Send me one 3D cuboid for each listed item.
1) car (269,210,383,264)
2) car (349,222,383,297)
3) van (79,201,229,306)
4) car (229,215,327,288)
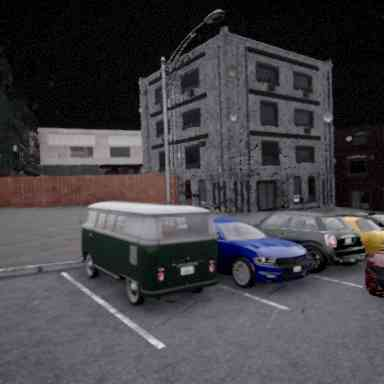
[{"bbox_3d":[5.523,1.590,13.163,1.946,1.575,5.366,1,-1,-35],"label":"car"},{"bbox_3d":[5.896,1.543,7.573,5.008,1.535,1.882,1,-1,-35],"label":"car"},{"bbox_3d":[-1.344,1.253,8.186,1.878,1.987,4.442,0,0,-35],"label":"van"},{"bbox_3d":[0.979,1.502,9.704,2.097,1.535,5.008,1,0,-35],"label":"car"}]
